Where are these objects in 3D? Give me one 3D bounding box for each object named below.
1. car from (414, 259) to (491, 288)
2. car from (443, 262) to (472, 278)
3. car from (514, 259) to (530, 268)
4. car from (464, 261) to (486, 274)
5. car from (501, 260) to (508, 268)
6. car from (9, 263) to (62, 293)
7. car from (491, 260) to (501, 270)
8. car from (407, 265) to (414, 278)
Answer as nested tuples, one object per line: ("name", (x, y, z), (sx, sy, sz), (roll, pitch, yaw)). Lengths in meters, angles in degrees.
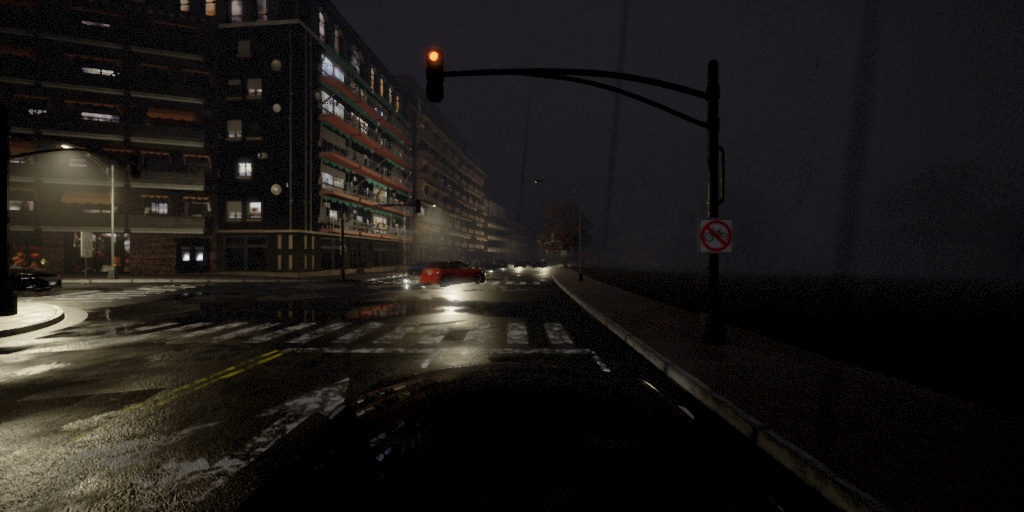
("car", (-3.920, 1.129, 24.346), (2.097, 1.767, 4.553), (-1, 0, 38))
("car", (-5.246, 1.335, 35.104), (1.812, 1.442, 4.674), (0, 0, 5))
("car", (1.497, 1.485, 64.952), (2.033, 1.411, 5.357), (0, 0, 9))
("car", (-4.457, 1.347, 43.957), (1.837, 1.490, 4.892), (0, 0, 6))
("car", (-1.923, 1.409, 64.247), (1.882, 1.535, 5.008), (0, 0, 9))
("car", (-22.462, 0.885, 15.050), (4.902, 1.511, 2.128), (1, 0, -15))
("car", (-3.343, 1.446, 53.878), (1.994, 1.385, 4.181), (0, 0, 8))
("car", (-8.531, 1.285, 34.778), (1.882, 1.535, 5.008), (0, 0, 4))
